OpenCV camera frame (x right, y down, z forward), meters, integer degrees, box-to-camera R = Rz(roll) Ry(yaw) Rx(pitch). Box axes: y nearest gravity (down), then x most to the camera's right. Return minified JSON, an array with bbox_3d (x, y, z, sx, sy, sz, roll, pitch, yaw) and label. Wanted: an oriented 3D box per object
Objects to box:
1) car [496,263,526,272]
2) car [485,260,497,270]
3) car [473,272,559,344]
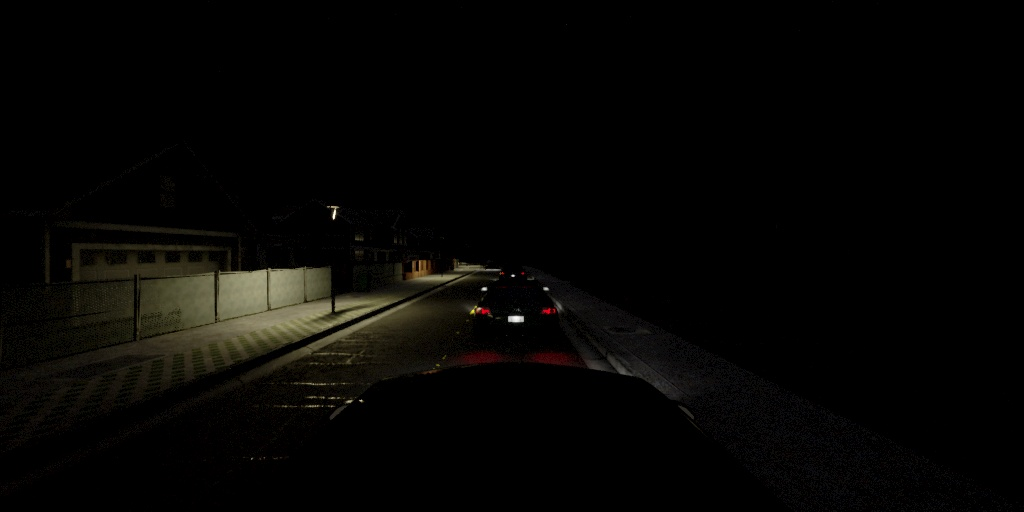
[{"bbox_3d":[0.068,1.310,26.288,1.994,1.385,4.181,0,0,0],"label":"car"},{"bbox_3d":[-3.010,1.286,53.824,2.033,1.411,5.357,0,0,-1],"label":"car"},{"bbox_3d":[0.088,1.313,9.644,1.994,1.385,4.181,0,0,0],"label":"car"}]
